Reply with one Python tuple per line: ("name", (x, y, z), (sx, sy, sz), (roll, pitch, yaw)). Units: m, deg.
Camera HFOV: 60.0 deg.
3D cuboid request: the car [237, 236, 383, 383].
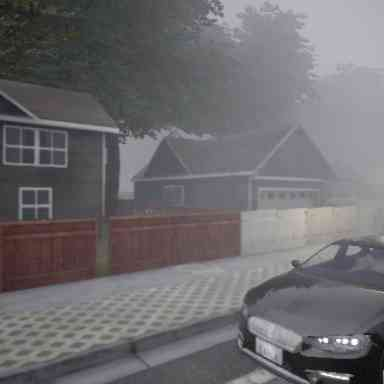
("car", (2.838, 1.494, 5.093), (4.902, 1.511, 2.128), (0, 0, -36))
